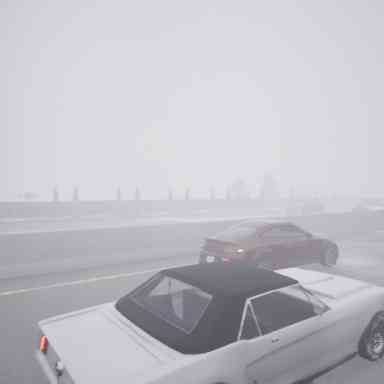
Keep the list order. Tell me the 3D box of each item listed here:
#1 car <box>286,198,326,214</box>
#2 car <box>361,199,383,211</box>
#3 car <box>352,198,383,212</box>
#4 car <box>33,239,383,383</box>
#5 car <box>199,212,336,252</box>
[{"bbox_3d":[11.592,1.383,33.848,4.553,1.767,2.097,0,0,-36],"label":"car"},{"bbox_3d":[17.069,1.561,29.171,4.674,1.442,1.812,0,0,-37],"label":"car"},{"bbox_3d":[18.604,1.400,34.750,4.553,1.767,2.097,0,0,-39],"label":"car"},{"bbox_3d":[0.705,1.601,4.249,4.718,1.301,1.895,0,0,-36],"label":"car"},{"bbox_3d":[2.342,1.527,9.718,4.674,1.442,1.812,0,0,-36],"label":"car"}]
